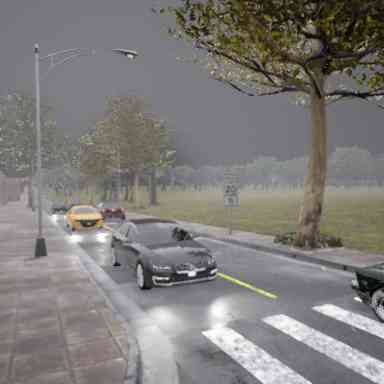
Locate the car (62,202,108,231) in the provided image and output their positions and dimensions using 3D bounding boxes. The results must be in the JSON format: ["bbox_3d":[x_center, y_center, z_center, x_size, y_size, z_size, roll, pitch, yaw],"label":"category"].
[{"bbox_3d":[-7.408,1.695,22.680,1.882,1.535,5.008,-1,0,-26],"label":"car"}]

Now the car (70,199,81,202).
[{"bbox_3d":[-18.498,1.891,52.343,2.097,1.767,4.553,-1,0,-26],"label":"car"}]

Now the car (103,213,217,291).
[{"bbox_3d":[-1.057,1.576,9.562,1.837,1.490,4.892,-1,0,-26],"label":"car"}]

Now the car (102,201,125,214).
[{"bbox_3d":[-7.493,1.577,29.613,2.097,1.767,4.553,-1,0,-26],"label":"car"}]

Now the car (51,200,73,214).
[{"bbox_3d":[-16.642,2.047,41.960,1.895,1.301,4.718,-1,0,-25],"label":"car"}]

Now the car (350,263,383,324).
[{"bbox_3d":[4.686,1.549,4.477,1.895,1.301,4.718,-1,0,-26],"label":"car"}]
